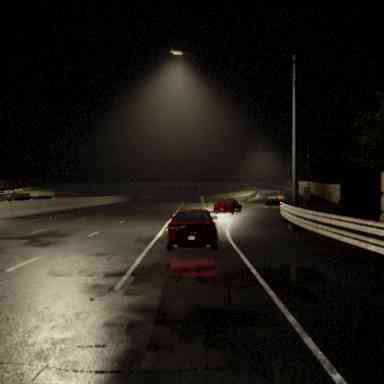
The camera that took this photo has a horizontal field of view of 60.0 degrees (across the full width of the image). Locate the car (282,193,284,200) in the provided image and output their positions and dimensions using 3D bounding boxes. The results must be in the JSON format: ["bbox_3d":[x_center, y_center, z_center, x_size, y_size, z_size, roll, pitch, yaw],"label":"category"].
[{"bbox_3d":[19.769,0.977,75.030,1.882,1.535,5.008,0,2,16],"label":"car"}]

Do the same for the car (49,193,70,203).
[{"bbox_3d":[-27.965,1.206,70.387,2.150,2.045,5.566,0,0,0],"label":"car"}]

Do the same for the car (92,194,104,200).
[{"bbox_3d":[-24.456,1.215,86.942,1.837,1.490,4.892,0,0,0],"label":"car"}]

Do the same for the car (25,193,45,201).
[{"bbox_3d":[-24.515,1.309,53.897,2.097,1.767,4.553,0,0,1],"label":"car"}]

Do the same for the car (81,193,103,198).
[{"bbox_3d":[-20.965,1.207,70.413,2.150,2.045,5.566,0,0,0],"label":"car"}]

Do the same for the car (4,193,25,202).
[{"bbox_3d":[-28.006,1.177,53.743,2.150,2.045,5.566,0,0,1],"label":"car"}]

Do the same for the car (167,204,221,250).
[{"bbox_3d":[0.075,1.464,14.204,1.882,1.535,5.008,0,0,2],"label":"car"}]

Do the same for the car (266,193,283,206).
[{"bbox_3d":[13.950,1.492,57.274,2.128,1.511,4.902,0,1,20],"label":"car"}]

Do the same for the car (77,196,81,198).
[{"bbox_3d":[-24.464,1.506,70.506,1.812,1.442,4.674,0,0,0],"label":"car"}]

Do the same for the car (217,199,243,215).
[{"bbox_3d":[3.683,1.443,32.995,1.882,1.535,5.008,-1,0,22],"label":"car"}]

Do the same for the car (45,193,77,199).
[{"bbox_3d":[-21.014,1.178,53.771,2.150,2.045,5.566,0,0,1],"label":"car"}]

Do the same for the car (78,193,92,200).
[{"bbox_3d":[-27.956,1.070,86.974,2.097,1.767,4.553,0,0,0],"label":"car"}]

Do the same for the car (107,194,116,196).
[{"bbox_3d":[-20.956,1.215,86.941,1.837,1.490,4.892,0,0,0],"label":"car"}]
